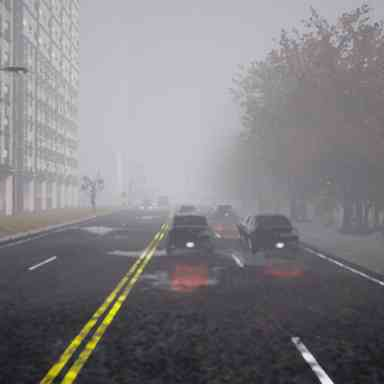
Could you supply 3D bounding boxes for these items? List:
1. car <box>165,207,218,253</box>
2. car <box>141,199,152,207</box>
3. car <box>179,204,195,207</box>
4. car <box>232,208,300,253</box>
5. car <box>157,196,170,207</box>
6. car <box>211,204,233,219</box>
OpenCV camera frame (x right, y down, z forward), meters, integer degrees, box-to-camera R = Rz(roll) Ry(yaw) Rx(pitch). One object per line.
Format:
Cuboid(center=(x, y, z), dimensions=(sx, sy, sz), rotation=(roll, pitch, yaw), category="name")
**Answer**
Cuboid(center=(-0.098, 1.644, 14.335), dimensions=(1.837, 1.490, 4.892), rotation=(0, 0, -1), category="car")
Cuboid(center=(-8.696, 2.091, 63.964), dimensions=(1.882, 1.535, 5.008), rotation=(0, 0, -3), category="car")
Cuboid(center=(-0.444, 1.805, 29.451), dimensions=(1.812, 1.442, 4.674), rotation=(0, 0, -2), category="car")
Cuboid(center=(3.135, 1.619, 14.378), dimensions=(1.837, 1.490, 4.892), rotation=(-3, 1, -1), category="car")
Cuboid(center=(-5.393, 1.825, 63.083), dimensions=(2.150, 2.045, 5.566), rotation=(0, -1, -3), category="car")
Cuboid(center=(2.777, 1.764, 29.547), dimensions=(1.812, 1.442, 4.674), rotation=(-3, -2, -2), category="car")
